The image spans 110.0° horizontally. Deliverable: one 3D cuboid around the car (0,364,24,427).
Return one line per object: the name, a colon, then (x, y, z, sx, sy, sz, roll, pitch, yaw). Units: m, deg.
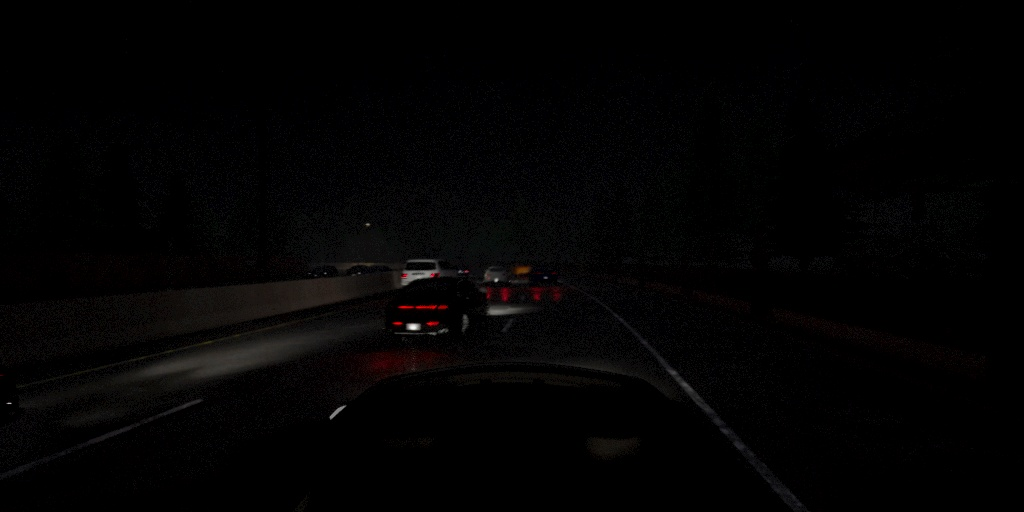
car: (-6.636, 1.302, 1.931, 2.128, 1.511, 4.902, -1, -1, 9)

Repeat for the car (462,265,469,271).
car: (-5.596, 1.665, 38.764, 2.033, 1.411, 5.357, 0, 0, -8)

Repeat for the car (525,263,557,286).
car: (2.312, 1.431, 27.877, 1.882, 1.535, 5.008, 0, -1, -2)

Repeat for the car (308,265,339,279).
car: (-19.821, 1.744, 37.903, 1.837, 1.490, 4.892, 0, -1, -9)

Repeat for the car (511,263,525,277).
car: (0.972, 1.560, 41.514, 1.882, 1.535, 5.008, 0, 0, -9)

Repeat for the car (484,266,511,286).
car: (-1.195, 1.512, 28.107, 1.812, 1.442, 4.674, 0, 0, -1)

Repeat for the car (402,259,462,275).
car: (-4.629, 1.177, 20.754, 2.150, 2.045, 5.566, 0, 0, 2)

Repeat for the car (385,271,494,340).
car: (-1.920, 1.346, 10.412, 1.837, 1.490, 4.892, 0, 0, 7)

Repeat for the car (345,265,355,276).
car: (-16.354, 1.717, 38.353, 1.837, 1.490, 4.892, 0, -1, -9)

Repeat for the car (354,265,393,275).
car: (-12.089, 1.596, 32.160, 1.882, 1.535, 5.008, 0, -1, -5)
